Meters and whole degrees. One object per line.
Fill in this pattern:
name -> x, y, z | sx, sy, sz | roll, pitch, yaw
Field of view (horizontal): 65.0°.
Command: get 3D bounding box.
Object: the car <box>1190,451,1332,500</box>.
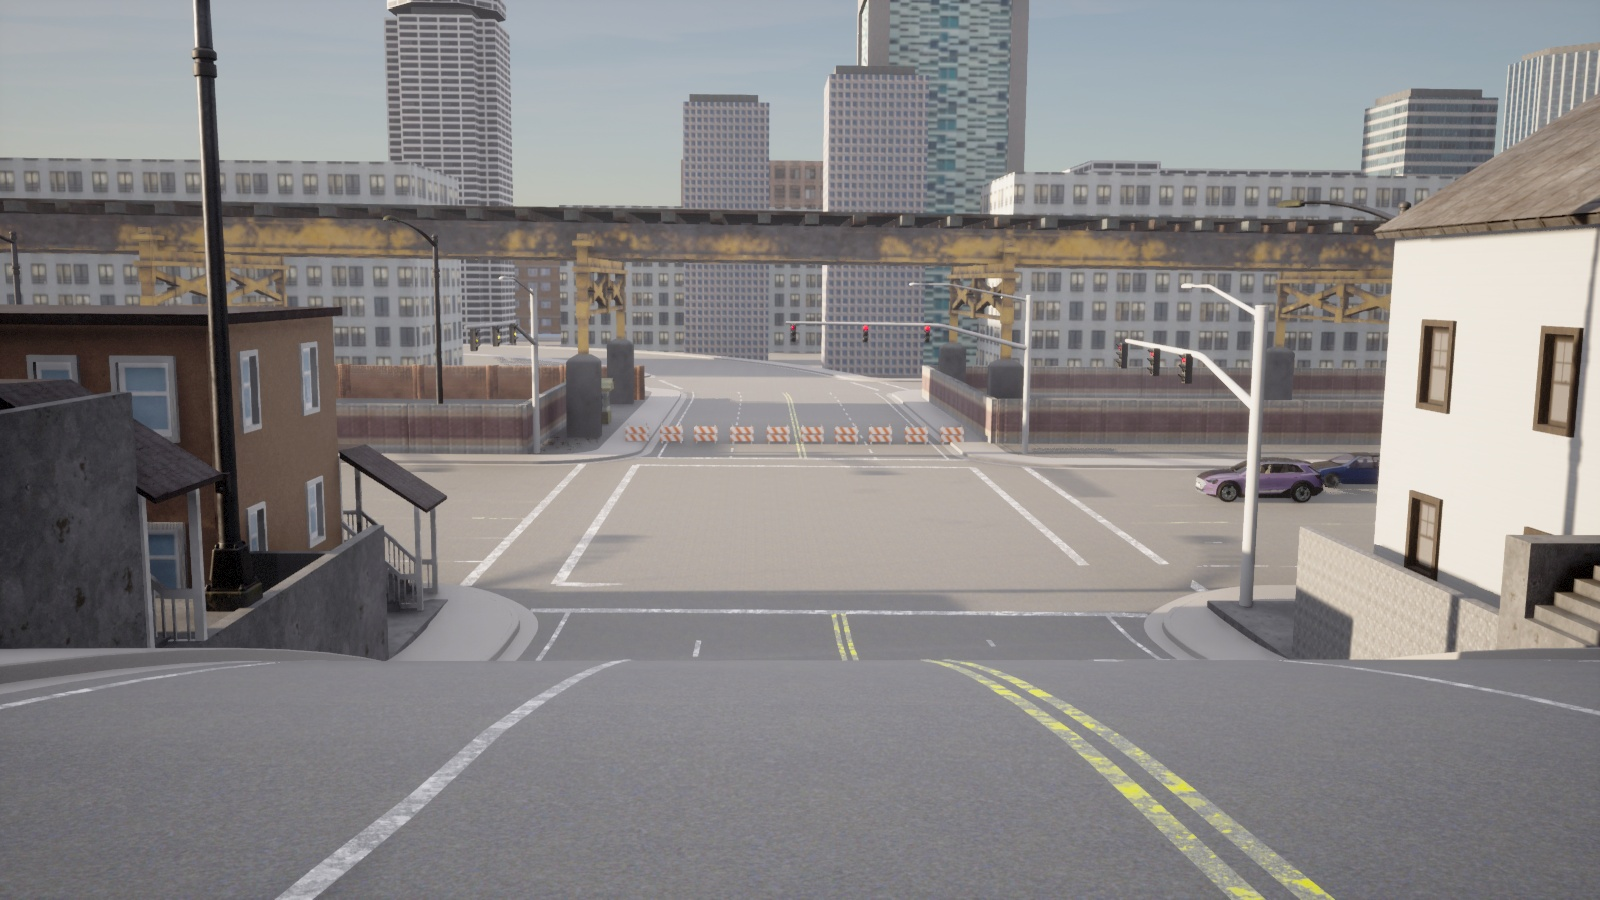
car -> 18.345, 0.991, 50.132 | 4.856, 1.649, 2.033 | 0, 8, 0

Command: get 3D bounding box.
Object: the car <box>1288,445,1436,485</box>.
car -> 23.945, 0.638, 53.665 | 5.357, 1.411, 2.033 | 0, 8, 0
